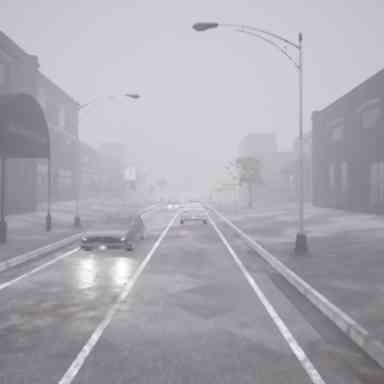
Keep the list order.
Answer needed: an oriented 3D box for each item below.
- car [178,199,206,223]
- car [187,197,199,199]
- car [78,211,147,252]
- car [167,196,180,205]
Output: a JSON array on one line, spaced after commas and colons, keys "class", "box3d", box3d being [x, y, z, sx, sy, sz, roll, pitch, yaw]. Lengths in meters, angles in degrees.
[{"class": "car", "box3d": [0.099, 1.500, 24.789, 1.812, 1.442, 4.674, 0, 0, 0]}, {"class": "car", "box3d": [0.106, 1.406, 42.789, 2.163, 1.488, 4.792, 1, 0, 0]}, {"class": "car", "box3d": [-3.100, 1.543, 14.205, 2.033, 1.411, 5.357, 0, 0, 0]}, {"class": "car", "box3d": [-3.059, 1.360, 56.211, 2.128, 1.511, 4.902, 0, 0, 0]}]
